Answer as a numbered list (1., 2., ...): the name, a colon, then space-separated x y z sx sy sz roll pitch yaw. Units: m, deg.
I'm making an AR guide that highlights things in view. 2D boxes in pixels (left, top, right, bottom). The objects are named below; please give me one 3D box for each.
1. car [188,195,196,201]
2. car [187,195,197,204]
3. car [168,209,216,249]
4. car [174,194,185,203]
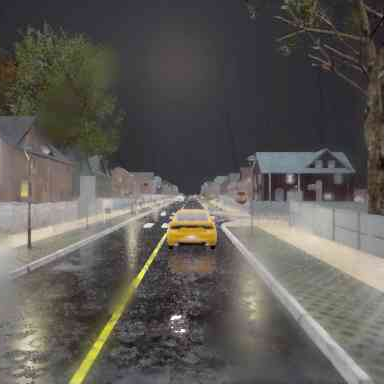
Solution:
1. car: -0.001 1.534 82.284 2.128 1.511 4.902 0 0 0
2. car: 0.000 1.638 66.441 1.837 1.490 4.892 0 0 0
3. car: 0.000 1.497 14.657 1.882 1.535 5.008 0 0 0
4. car: -2.750 1.360 72.892 2.150 2.045 5.566 0 0 0
